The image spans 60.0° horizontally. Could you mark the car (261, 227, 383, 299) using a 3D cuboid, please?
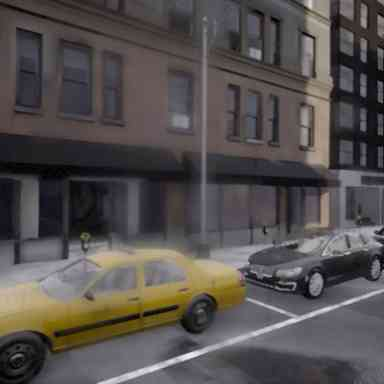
[{"bbox_3d":[3.262,1.623,8.516,4.403,1.369,2.008,1,0,-36],"label":"car"}]

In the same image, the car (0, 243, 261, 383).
[{"bbox_3d":[-1.282,1.544,5.274,4.829,1.417,1.752,1,0,-36],"label":"car"}]
